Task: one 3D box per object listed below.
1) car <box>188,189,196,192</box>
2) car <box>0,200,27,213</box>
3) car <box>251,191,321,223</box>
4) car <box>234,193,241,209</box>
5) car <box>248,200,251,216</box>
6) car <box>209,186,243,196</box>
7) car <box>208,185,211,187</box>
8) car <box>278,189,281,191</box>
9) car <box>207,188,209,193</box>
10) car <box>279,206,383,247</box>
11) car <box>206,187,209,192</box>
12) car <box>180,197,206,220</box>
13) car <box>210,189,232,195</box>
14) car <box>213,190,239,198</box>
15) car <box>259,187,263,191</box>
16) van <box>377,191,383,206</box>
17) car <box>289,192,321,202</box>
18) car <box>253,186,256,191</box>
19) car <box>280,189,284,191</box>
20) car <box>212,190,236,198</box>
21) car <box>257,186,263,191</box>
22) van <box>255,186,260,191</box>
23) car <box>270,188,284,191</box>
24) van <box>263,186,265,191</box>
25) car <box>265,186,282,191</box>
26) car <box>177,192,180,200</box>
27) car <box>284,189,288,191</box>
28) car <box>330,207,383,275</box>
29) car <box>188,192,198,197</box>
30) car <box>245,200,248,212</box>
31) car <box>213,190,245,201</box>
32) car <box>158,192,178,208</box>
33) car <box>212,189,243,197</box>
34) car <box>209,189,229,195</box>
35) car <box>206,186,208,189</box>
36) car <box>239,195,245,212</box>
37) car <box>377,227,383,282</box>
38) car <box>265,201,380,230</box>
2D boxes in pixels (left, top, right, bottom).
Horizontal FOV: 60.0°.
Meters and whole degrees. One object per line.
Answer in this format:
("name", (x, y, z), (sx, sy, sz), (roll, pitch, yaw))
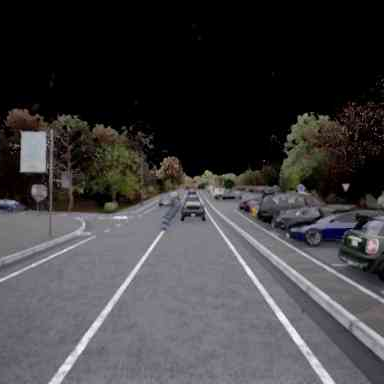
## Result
("car", (0.012, -0.085, 82.235), (2.097, 1.767, 4.553), (0, 2, 0))
("car", (-21.157, 1.626, 38.503), (4.674, 1.442, 1.812), (0, -2, 29))
("car", (6.732, 1.139, 20.230), (5.566, 2.045, 2.435), (0, 1, 1))
("car", (6.773, 1.125, 31.376), (4.792, 1.488, 2.163), (0, 2, 1))
("car", (6.723, 1.327, 23.029), (5.008, 1.535, 2.097), (0, 1, 1))
("car", (6.853, 0.351, 66.733), (5.566, 2.045, 2.435), (0, 2, 0))
("car", (7.035, -0.288, 88.926), (4.553, 1.767, 2.185), (0, 2, 0))
("car", (19.901, 0.638, 66.625), (4.674, 1.452, 2.002), (0, 2, 0))
("car", (6.706, 0.298, 75.066), (5.366, 1.575, 1.946), (0, 2, 0))
("car", (6.625, 1.517, 14.669), (4.792, 1.488, 2.163), (0, 1, 1))
("car", (6.752, 0.095, 80.736), (5.366, 1.575, 1.946), (0, 2, 0))
("car", (0.090, 1.459, 27.178), (1.837, 1.490, 4.892), (0, 0, 0))
("car", (7.145, 0.005, 83.384), (5.366, 1.575, 1.946), (0, 2, 0))
("car", (7.033, 0.499, 69.515), (5.366, 1.575, 1.946), (0, 2, 0))
("car", (20.068, 0.031, 83.358), (4.792, 1.488, 2.163), (0, 2, 0))
("van", (19.756, 0.865, 31.336), (4.442, 1.987, 1.878), (-1, 2, 0))
("car", (19.833, 0.894, 58.442), (5.008, 1.535, 2.097), (0, 2, 0))
("car", (20.110, -0.244, 91.530), (5.008, 1.535, 2.097), (0, 2, 0))
("car", (19.852, 0.728, 63.857), (4.792, 1.488, 2.163), (0, 2, 0))
("car", (6.876, 0.402, 72.291), (4.892, 1.521, 2.231), (0, 2, 0))
("car", (20.089, -0.053, 85.995), (4.792, 1.488, 2.163), (0, 2, 0))
("van", (19.974, -0.390, 88.740), (4.442, 1.987, 1.878), (0, 2, 0))
("car", (19.741, 0.495, 69.394), (5.366, 1.575, 1.946), (0, 2, 0))
("van", (20.133, -0.130, 80.579), (4.442, 1.987, 1.878), (0, 2, 0))
("car", (20.000, 0.047, 74.919), (5.566, 2.045, 2.435), (0, 2, 0))
("car", (-3.297, 0.713, 61.906), (1.812, 1.442, 4.674), (0, 2, 1))
("car", (19.892, 0.669, 61.207), (4.553, 1.767, 2.185), (0, 2, 0))
("car", (6.573, 1.414, 9.086), (4.553, 1.767, 2.185), (0, 0, 1))
("car", (0.083, 1.139, 47.303), (2.128, 1.511, 4.902), (0, 2, 0))
("car", (6.784, 1.129, 25.803), (4.553, 1.767, 2.185), (0, 1, 1))
("car", (6.751, 0.832, 61.195), (4.792, 1.488, 2.163), (0, 2, 0))
("car", (-3.352, 1.233, 44.183), (2.128, 1.511, 4.902), (0, 2, 0))
("car", (6.808, 0.702, 63.968), (5.008, 1.535, 2.097), (0, 2, 0))
("car", (6.975, -0.079, 86.152), (4.892, 1.521, 2.231), (0, 2, 0))
("car", (7.056, -0.212, 91.702), (4.792, 1.488, 2.163), (0, 2, 0))
("car", (6.807, 1.205, 28.593), (4.792, 1.488, 2.163), (0, 2, 1))
("car", (6.550, 1.582, 6.299), (4.792, 1.488, 2.163), (0, 0, 1))
("car", (6.672, 1.445, 17.447), (4.892, 1.521, 2.231), (0, 1, 1))
